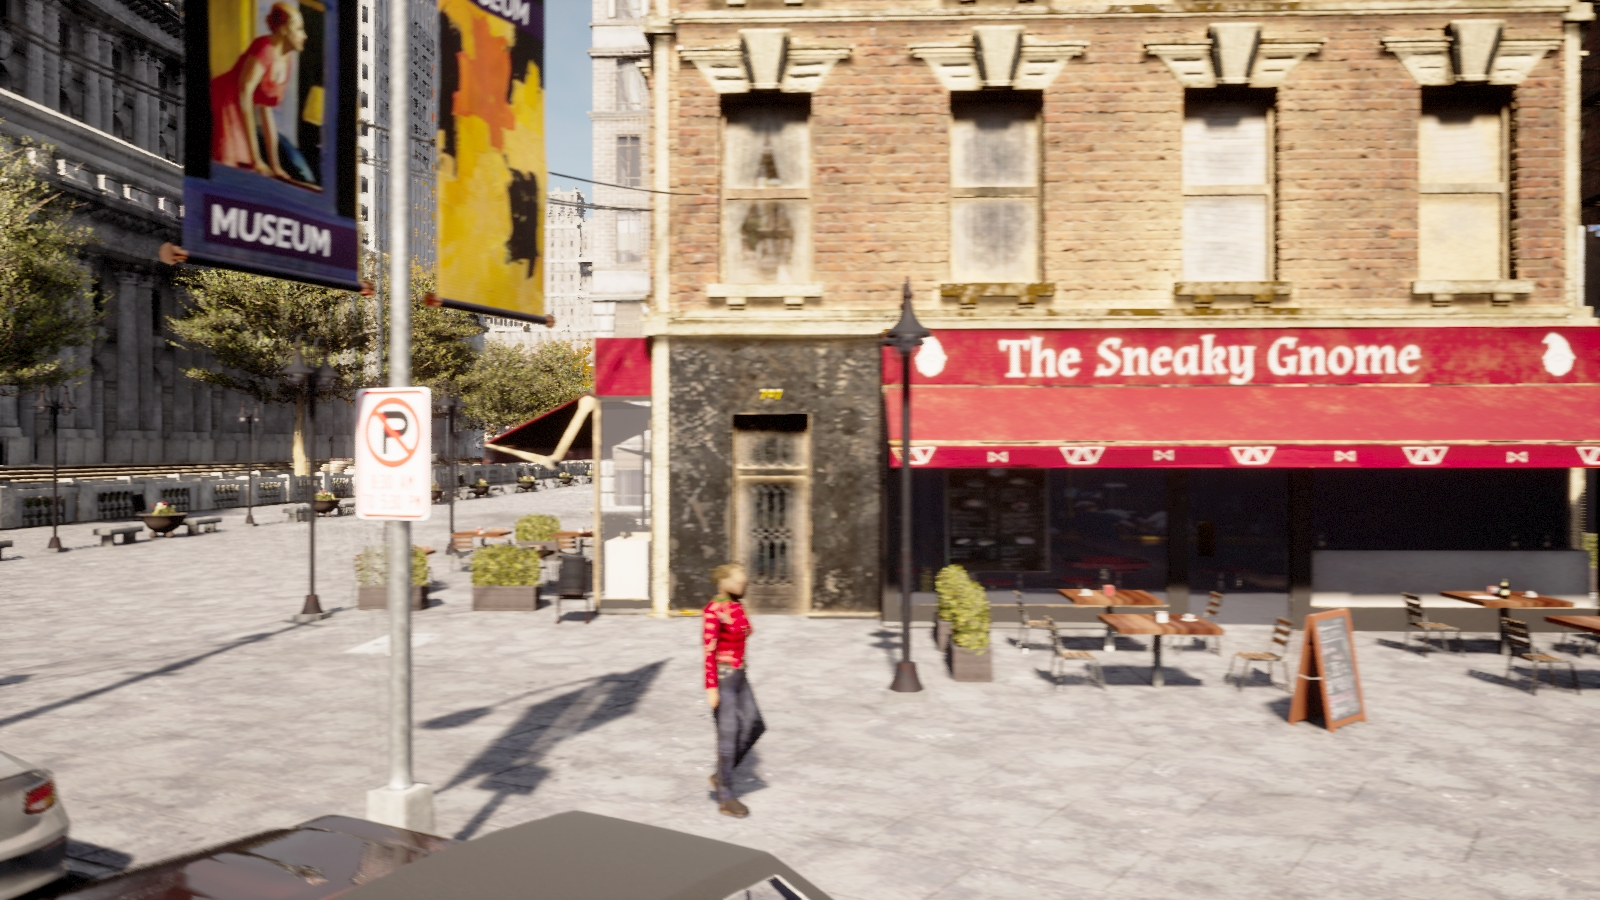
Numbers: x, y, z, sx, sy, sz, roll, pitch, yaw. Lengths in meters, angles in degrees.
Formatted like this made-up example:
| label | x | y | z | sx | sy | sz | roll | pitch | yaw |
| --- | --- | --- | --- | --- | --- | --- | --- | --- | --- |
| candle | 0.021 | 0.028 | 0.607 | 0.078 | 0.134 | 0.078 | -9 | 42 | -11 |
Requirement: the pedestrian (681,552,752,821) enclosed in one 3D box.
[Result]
| label | x | y | z | sx | sy | sz | roll | pitch | yaw |
| --- | --- | --- | --- | --- | --- | --- | --- | --- | --- |
| pedestrian | -0.606 | 1.696 | 8.350 | 0.375 | 1.860 | 0.375 | 0 | 0 | 29 |
